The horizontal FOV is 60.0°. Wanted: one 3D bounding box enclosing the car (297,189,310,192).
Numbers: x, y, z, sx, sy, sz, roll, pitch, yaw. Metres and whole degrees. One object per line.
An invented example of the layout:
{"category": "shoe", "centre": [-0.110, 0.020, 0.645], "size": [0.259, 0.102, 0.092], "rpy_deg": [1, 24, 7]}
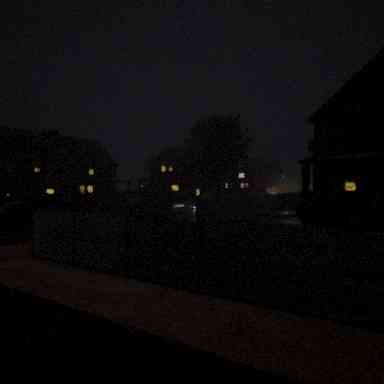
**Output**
{"category": "car", "centre": [18.746, 0.187, 55.051], "size": [1.837, 1.490, 4.892], "rpy_deg": [1, 1, 35]}

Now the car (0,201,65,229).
{"category": "car", "centre": [-10.079, 1.260, 19.565], "size": [2.033, 1.411, 5.357], "rpy_deg": [1, 2, 34]}

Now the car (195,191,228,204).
{"category": "car", "centre": [2.247, 0.717, 36.927], "size": [1.837, 1.490, 4.892], "rpy_deg": [1, 2, 36]}

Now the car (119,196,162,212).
{"category": "car", "centre": [-4.297, 1.041, 27.732], "size": [1.994, 1.385, 4.181], "rpy_deg": [1, 2, 36]}
